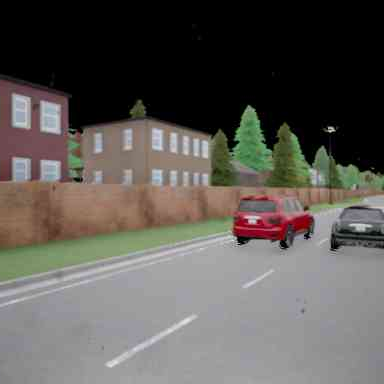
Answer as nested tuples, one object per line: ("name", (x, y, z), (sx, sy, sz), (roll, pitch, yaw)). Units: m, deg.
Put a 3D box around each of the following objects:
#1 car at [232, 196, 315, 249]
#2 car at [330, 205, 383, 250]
("car", (3.759, 1.187, 14.766), (2.150, 2.045, 5.566), (0, 0, 34))
("car", (7.075, 1.316, 13.443), (2.097, 1.767, 4.553), (0, 0, 33))
